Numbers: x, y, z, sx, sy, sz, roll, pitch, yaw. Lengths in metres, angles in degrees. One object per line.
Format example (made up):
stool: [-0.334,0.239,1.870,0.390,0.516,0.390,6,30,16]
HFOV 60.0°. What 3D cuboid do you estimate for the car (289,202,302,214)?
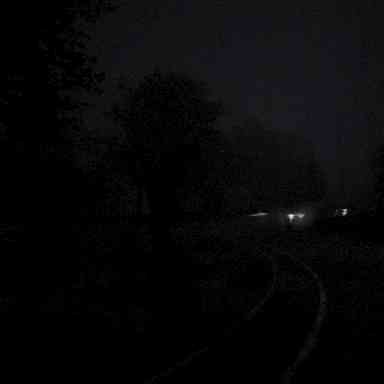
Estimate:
car: [14.295,2.027,42.642,2.033,1.411,5.357,-1,-1,41]

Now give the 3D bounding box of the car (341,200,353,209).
car: [25.303,2.072,55.412,1.812,1.442,4.674,-1,-1,41]

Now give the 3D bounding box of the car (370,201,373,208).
car: [32.838,2.014,58.649,1.837,1.490,4.892,-1,-1,41]

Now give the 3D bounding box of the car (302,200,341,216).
car: [14.607,1.876,37.371,1.882,1.535,5.008,-1,-1,41]
